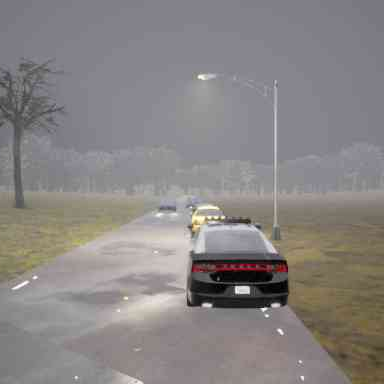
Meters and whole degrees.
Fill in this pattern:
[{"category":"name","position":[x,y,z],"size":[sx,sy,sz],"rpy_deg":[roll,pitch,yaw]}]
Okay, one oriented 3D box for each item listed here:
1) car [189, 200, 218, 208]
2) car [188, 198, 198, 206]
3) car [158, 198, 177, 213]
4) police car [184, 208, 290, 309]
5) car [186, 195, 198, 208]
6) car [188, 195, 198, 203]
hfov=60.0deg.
[{"category":"car","position":[0.863,1.437,18.181],"size":[1.801,1.575,5.366],"rpy_deg":[0,0,0]},{"category":"car","position":[0.875,1.450,23.993],"size":[1.882,1.535,5.008],"rpy_deg":[0,0,0]},{"category":"car","position":[-2.673,1.420,36.923],"size":[1.882,1.535,5.008],"rpy_deg":[0,0,0]},{"category":"police car","position":[0.842,1.419,8.101],"size":[1.930,1.638,5.238],"rpy_deg":[0,0,0]},{"category":"car","position":[0.131,1.462,45.829],"size":[2.033,1.411,5.357],"rpy_deg":[0,0,1]},{"category":"car","position":[0.132,1.367,63.149],"size":[1.812,1.442,4.674],"rpy_deg":[0,0,0]}]
